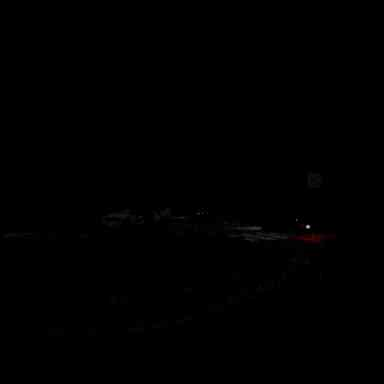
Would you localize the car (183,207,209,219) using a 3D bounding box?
[{"bbox_3d":[0.470,2.651,41.938,2.033,1.411,5.357,0,-2,-19],"label":"car"}]

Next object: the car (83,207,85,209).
[{"bbox_3d":[-17.766,3.252,65.672,5.566,2.045,2.435,-1,-2,-39],"label":"car"}]

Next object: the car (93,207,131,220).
[{"bbox_3d":[-10.931,2.895,45.773,4.674,1.452,2.002,-1,-2,-39],"label":"car"}]

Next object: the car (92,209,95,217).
[{"bbox_3d":[-8.962,2.676,40.097,5.008,1.535,2.097,-1,-1,-39],"label":"car"}]

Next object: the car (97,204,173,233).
[{"bbox_3d":[-4.058,1.980,25.897,5.566,2.045,2.435,-1,-1,-39],"label":"car"}]

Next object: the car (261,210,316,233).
[{"bbox_3d":[6.702,2.035,23.581,1.837,1.490,4.892,0,-2,-18],"label":"car"}]

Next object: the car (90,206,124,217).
[{"bbox_3d":[-13.842,3.157,54.310,4.792,1.488,2.163,-1,-2,-39],"label":"car"}]

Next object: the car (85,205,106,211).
[{"bbox_3d":[-25.614,4.292,88.317,4.892,1.521,2.231,0,-2,-39],"label":"car"}]

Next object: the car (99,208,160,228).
[{"bbox_3d":[-5.872,2.405,31.706,5.366,1.575,1.946,-1,-2,-39],"label":"car"}]
